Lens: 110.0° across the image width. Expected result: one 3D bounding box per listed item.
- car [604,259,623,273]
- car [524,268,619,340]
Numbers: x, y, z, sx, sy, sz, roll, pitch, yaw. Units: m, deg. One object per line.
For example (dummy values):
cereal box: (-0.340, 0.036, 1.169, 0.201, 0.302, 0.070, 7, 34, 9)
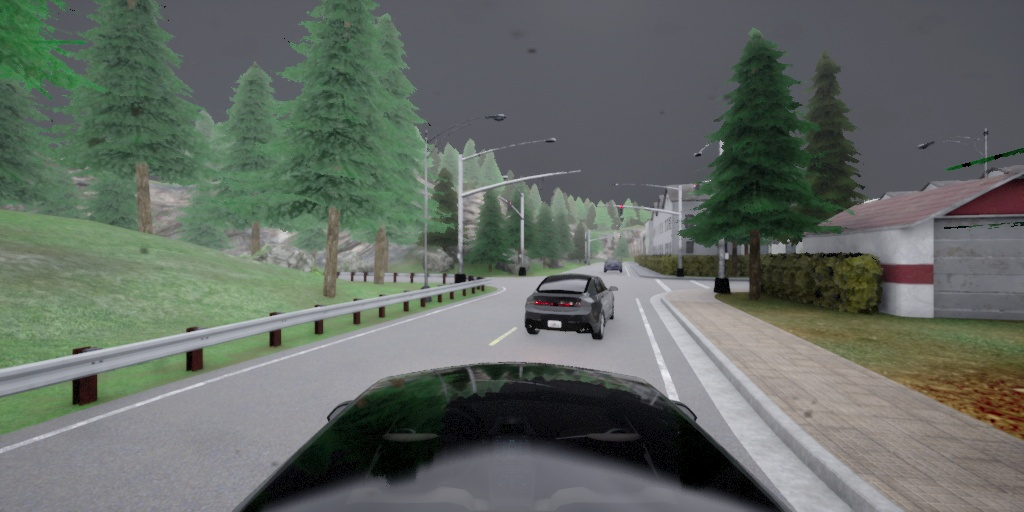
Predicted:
car: (12.340, 1.086, 43.681, 2.097, 1.767, 4.553, 0, 0, 17)
car: (1.800, 1.252, 10.152, 1.837, 1.490, 4.892, 0, 0, 21)
